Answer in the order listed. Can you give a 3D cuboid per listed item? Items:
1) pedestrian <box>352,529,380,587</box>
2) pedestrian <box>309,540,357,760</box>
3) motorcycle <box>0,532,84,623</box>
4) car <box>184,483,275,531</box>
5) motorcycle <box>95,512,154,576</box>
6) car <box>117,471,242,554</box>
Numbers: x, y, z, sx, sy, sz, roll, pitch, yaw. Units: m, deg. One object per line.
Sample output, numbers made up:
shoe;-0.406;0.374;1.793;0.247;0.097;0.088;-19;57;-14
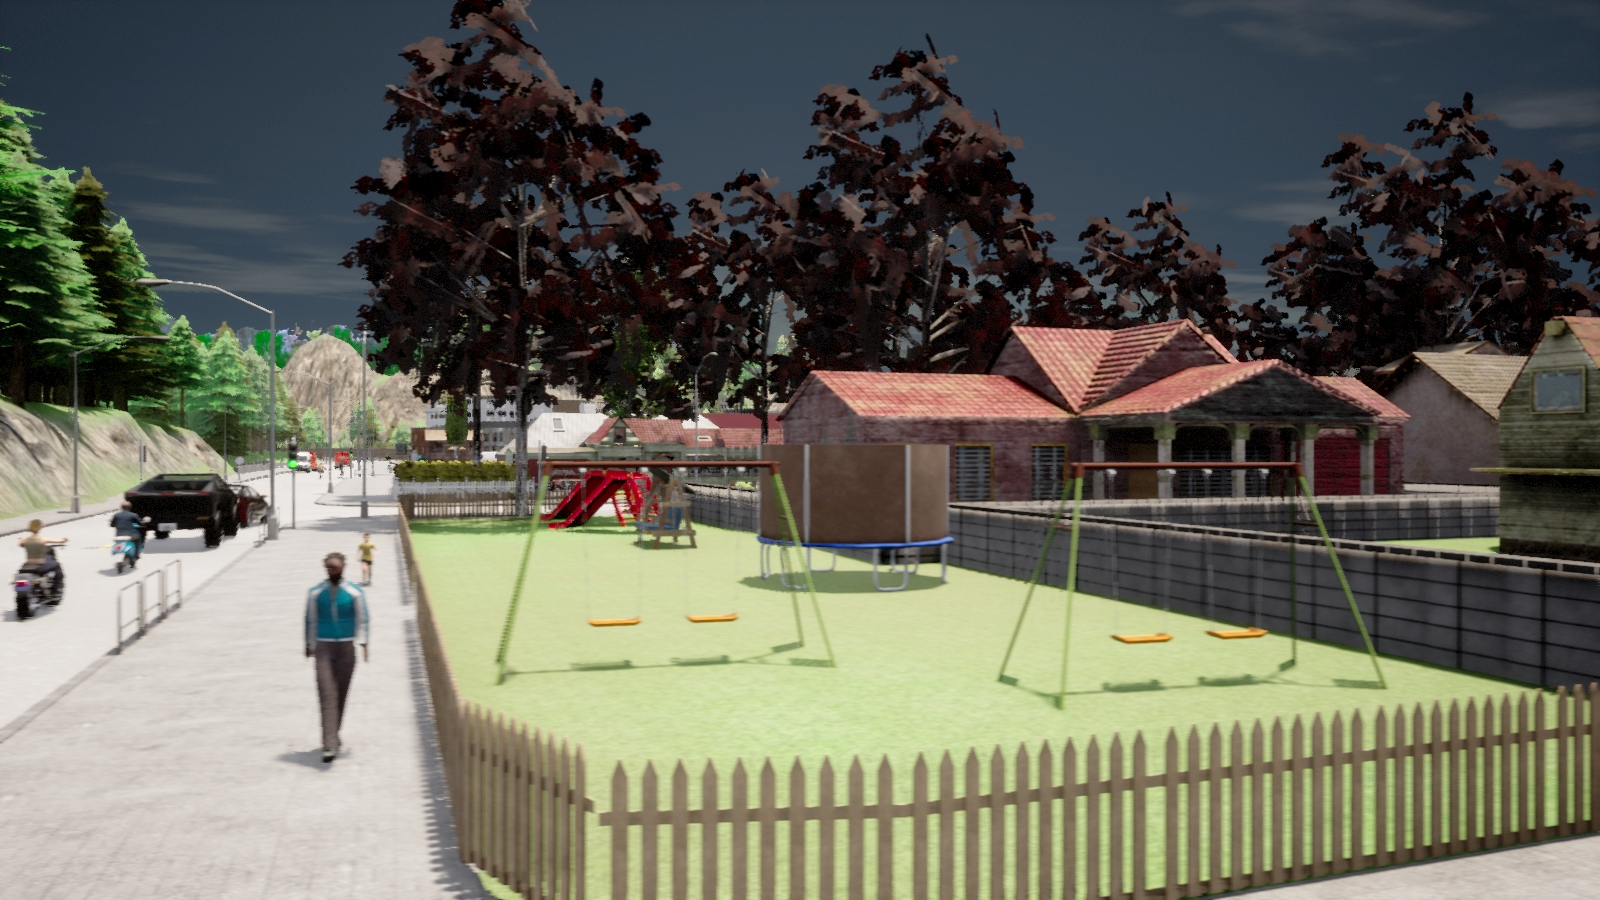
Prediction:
pedestrian;-8.580;2.125;22.586;0.500;1.100;0.500;0;0;-22
pedestrian;-4.127;1.745;10.109;0.375;1.860;0.375;0;0;-20
motorcycle;-13.127;2.155;19.777;0.764;1.307;2.356;0;0;-20
car;-20.972;2.039;42.203;2.007;1.525;4.514;0;0;-13
motorcycle;-15.549;2.142;26.352;0.856;1.316;1.805;0;0;-20
car;-18.389;1.753;34.211;2.390;2.098;6.274;0;0;-20
